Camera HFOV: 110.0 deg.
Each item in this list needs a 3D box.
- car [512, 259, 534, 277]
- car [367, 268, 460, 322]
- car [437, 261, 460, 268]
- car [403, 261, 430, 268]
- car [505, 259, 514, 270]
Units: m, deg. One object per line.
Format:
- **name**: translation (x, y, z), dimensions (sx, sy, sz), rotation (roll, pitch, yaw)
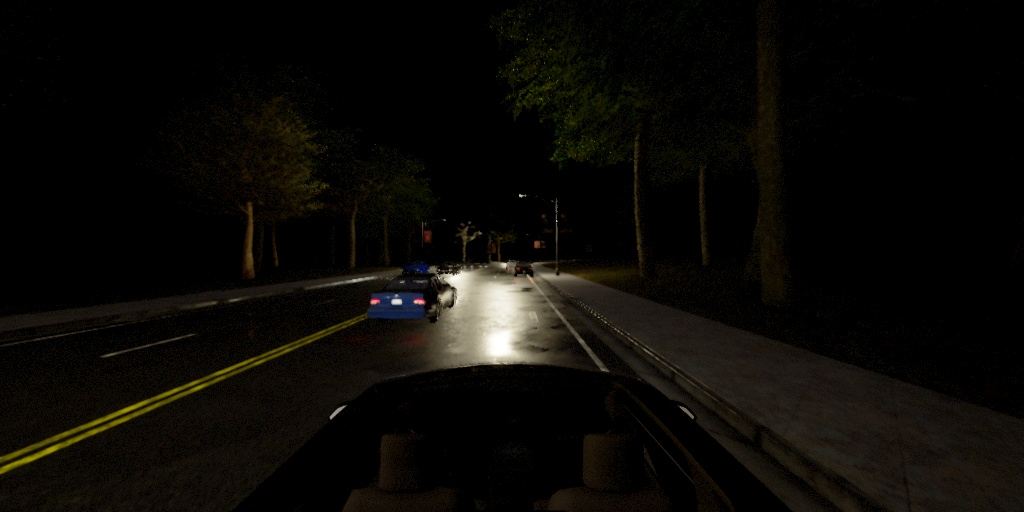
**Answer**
- **car**: translation (1.140, 1.309, 35.748), dimensions (1.812, 1.442, 4.674), rotation (0, 0, 0)
- **car**: translation (-3.149, 1.305, 12.310), dimensions (2.033, 1.411, 5.357), rotation (0, 0, 0)
- **car**: translation (-6.584, 1.289, 37.270), dimensions (1.837, 1.490, 4.892), rotation (0, 0, 0)
- **car**: translation (-9.839, 1.262, 36.889), dimensions (1.882, 1.535, 5.008), rotation (0, 0, 0)
- **car**: translation (0.005, 1.344, 55.434), dimensions (1.812, 1.442, 4.674), rotation (0, 0, 0)
